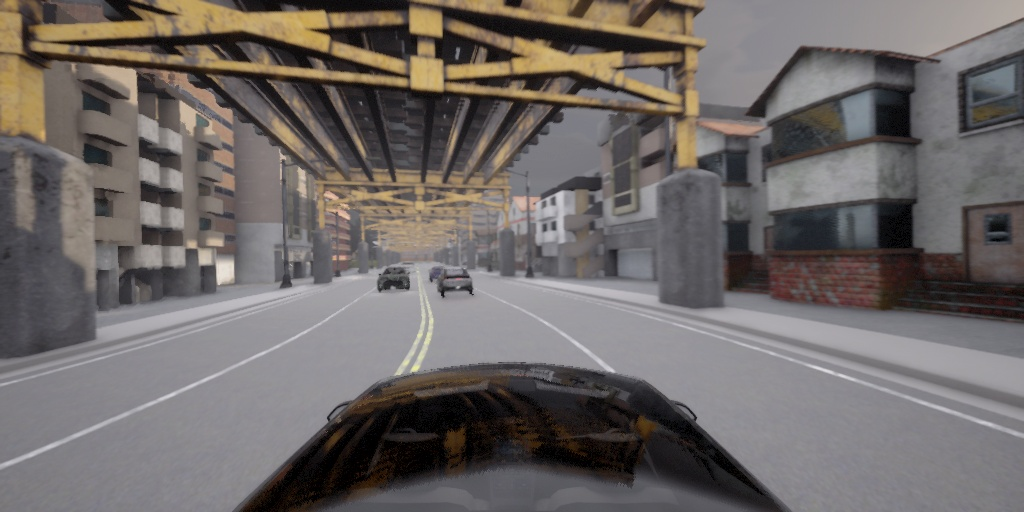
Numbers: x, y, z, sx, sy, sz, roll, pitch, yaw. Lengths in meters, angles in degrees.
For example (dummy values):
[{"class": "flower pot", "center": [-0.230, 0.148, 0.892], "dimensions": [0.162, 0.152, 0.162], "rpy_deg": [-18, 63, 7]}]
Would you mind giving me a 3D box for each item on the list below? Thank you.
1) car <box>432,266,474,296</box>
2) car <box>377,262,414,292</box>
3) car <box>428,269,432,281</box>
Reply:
[{"class": "car", "center": [-3.471, 1.510, 21.503], "dimensions": [2.128, 1.511, 4.902], "rpy_deg": [-1, -1, -14]}, {"class": "car", "center": [-8.335, 1.537, 25.573], "dimensions": [2.097, 1.767, 4.553], "rpy_deg": [-1, -1, -15]}, {"class": "car", "center": [-7.582, 1.796, 37.108], "dimensions": [1.812, 1.442, 4.674], "rpy_deg": [-1, -1, -15]}]
